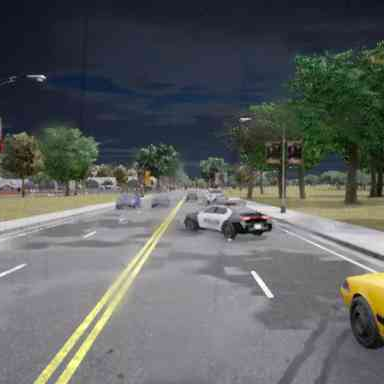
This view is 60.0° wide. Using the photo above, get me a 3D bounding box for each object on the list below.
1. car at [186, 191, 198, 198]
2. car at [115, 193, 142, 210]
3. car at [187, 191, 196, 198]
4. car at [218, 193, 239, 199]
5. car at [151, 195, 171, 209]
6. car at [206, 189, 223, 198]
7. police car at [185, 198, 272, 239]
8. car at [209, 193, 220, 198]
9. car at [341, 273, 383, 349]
[{"bbox_3d":[-0.003,0.751,57.146,2.128,1.511,4.902,0,1,0],"label":"car"},{"bbox_3d":[-6.607,0.893,34.983,2.097,1.767,4.553,0,1,0],"label":"car"},{"bbox_3d":[-0.028,0.507,78.098,2.033,1.411,5.357,0,1,0],"label":"car"},{"bbox_3d":[3.241,1.124,25.098,1.801,1.575,5.366,0,1,0],"label":"car"},{"bbox_3d":[-3.360,1.067,36.677,2.033,1.411,5.357,0,1,0],"label":"car"},{"bbox_3d":[3.234,0.610,46.938,2.150,2.045,5.566,0,1,0],"label":"car"},{"bbox_3d":[1.488,1.286,16.312,2.038,1.542,4.974,-1,1,-34],"label":"police car"},{"bbox_3d":[3.238,1.093,35.911,1.994,1.385,4.181,0,1,0],"label":"car"},{"bbox_3d":[3.249,1.413,3.097,1.801,1.575,5.366,0,1,0],"label":"car"}]
